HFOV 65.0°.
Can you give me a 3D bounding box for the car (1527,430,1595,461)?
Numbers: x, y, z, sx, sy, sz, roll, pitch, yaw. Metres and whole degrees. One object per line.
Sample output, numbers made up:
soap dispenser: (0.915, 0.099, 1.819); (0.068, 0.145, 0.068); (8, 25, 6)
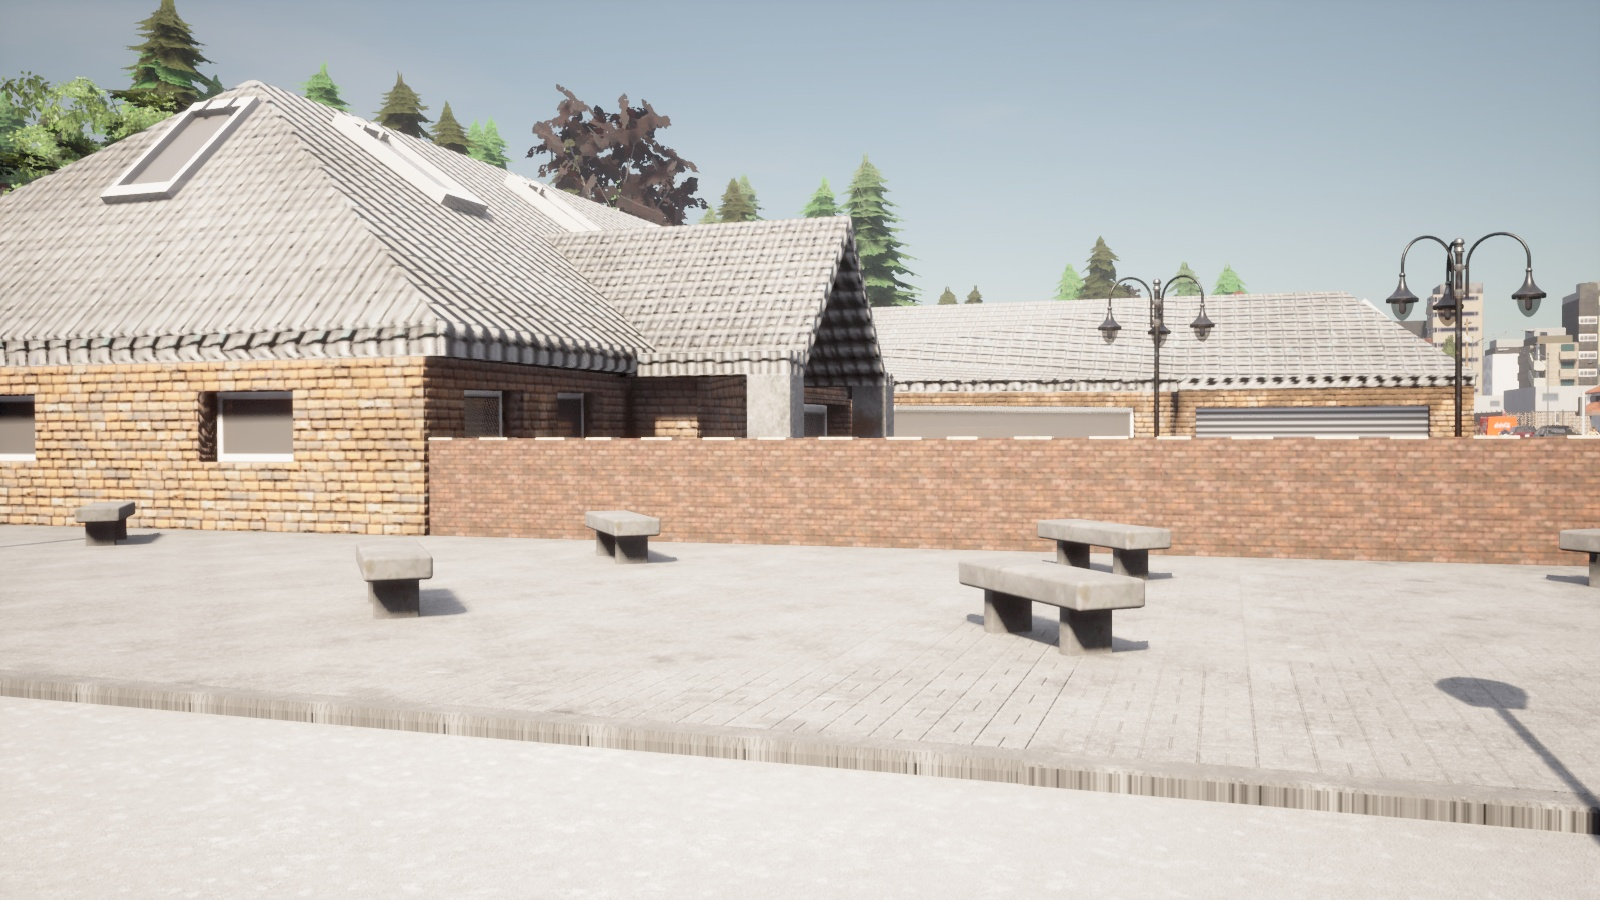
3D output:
car: (42.319, -0.291, 69.939); (2.242, 1.667, 4.611); (1, 1, 19)
